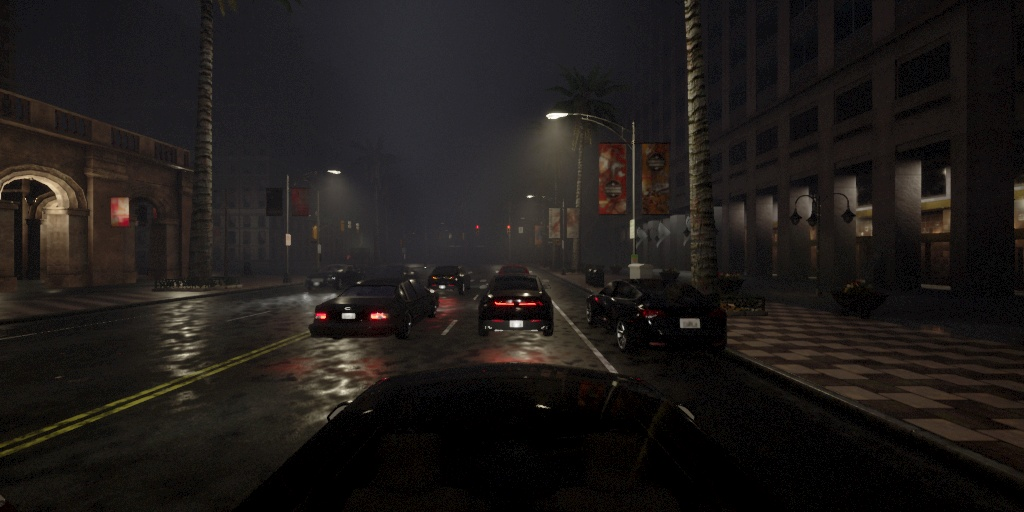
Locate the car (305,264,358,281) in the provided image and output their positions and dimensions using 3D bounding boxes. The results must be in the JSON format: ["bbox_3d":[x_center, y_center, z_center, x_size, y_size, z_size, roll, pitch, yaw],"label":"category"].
[{"bbox_3d":[-10.510,1.243,21.760,2.128,1.511,4.902,0,0,0],"label":"car"}]

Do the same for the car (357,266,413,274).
[{"bbox_3d":[-7.010,1.298,21.622,2.033,1.411,5.357,0,0,0],"label":"car"}]

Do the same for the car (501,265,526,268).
[{"bbox_3d":[0.100,1.228,19.819,1.882,1.535,5.008,0,0,0],"label":"car"}]

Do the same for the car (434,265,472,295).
[{"bbox_3d":[-3.395,1.255,19.876,1.837,1.490,4.892,0,0,0],"label":"car"}]

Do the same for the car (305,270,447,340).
[{"bbox_3d":[-3.399,1.297,9.987,2.033,1.411,5.357,0,0,0],"label":"car"}]

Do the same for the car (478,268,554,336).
[{"bbox_3d":[0.091,1.254,10.369,1.837,1.490,4.892,0,0,0],"label":"car"}]
